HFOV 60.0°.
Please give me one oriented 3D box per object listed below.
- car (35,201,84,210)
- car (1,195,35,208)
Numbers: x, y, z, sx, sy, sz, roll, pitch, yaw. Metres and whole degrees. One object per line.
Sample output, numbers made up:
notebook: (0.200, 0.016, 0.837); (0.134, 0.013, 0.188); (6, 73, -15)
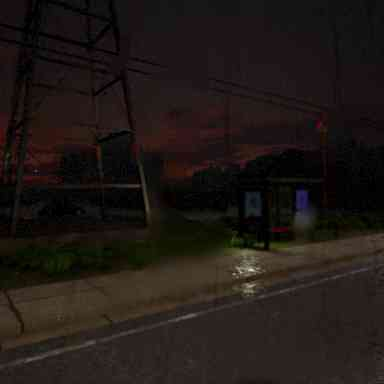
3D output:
car: (-11.951, 1.515, 30.754); (3.905, 1.438, 1.784); (0, 0, -36)
car: (-25.432, 1.305, 48.743); (4.605, 1.855, 1.932); (0, 0, -36)
